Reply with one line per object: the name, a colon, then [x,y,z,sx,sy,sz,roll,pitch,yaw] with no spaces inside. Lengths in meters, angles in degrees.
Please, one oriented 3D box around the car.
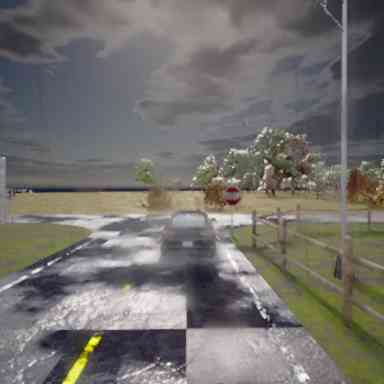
car: [-0.069,1.392,12.410,1.812,1.442,4.674,0,1,1]
